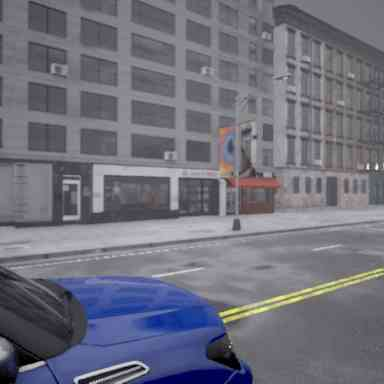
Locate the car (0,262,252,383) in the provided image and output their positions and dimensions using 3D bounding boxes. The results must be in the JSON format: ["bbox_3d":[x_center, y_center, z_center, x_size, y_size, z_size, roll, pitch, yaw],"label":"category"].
[{"bbox_3d":[-2.166,1.221,1.894,5.566,2.045,2.150,0,0,-36],"label":"car"}]
